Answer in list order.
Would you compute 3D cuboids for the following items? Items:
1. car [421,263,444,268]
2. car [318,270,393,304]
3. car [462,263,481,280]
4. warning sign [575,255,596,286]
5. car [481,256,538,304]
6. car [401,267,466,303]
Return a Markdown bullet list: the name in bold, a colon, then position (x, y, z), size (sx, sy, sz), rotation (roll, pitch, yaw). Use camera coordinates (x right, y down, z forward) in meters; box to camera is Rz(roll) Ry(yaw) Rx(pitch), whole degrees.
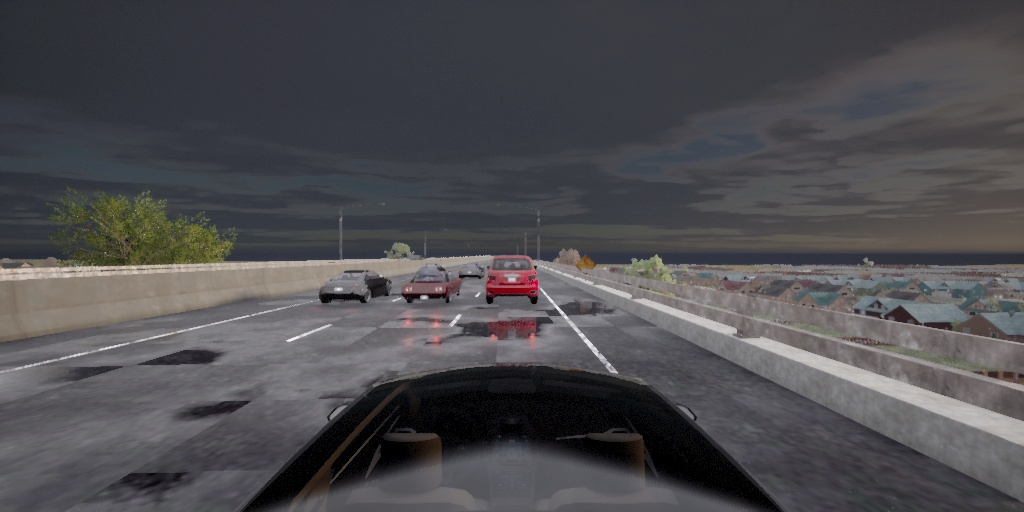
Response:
- **car**: position (-7.000, 1.312, 31.501), size (1.994, 1.385, 4.181), rotation (0, 0, 0)
- **car**: position (-7.000, 1.320, 16.500), size (1.994, 1.385, 4.181), rotation (0, 0, 0)
- **car**: position (-3.500, 1.312, 31.501), size (1.994, 1.385, 4.181), rotation (0, 0, 0)
- **warning sign**: position (4.550, 0.859, 22.249), size (1.300, 1.860, 1.060), rotation (0, 0, 0)
- **car**: position (0.000, 1.005, 16.529), size (2.150, 2.045, 5.566), rotation (0, 0, 0)
- **car**: position (-3.500, 1.364, 16.530), size (1.895, 1.301, 4.718), rotation (0, 0, 0)
